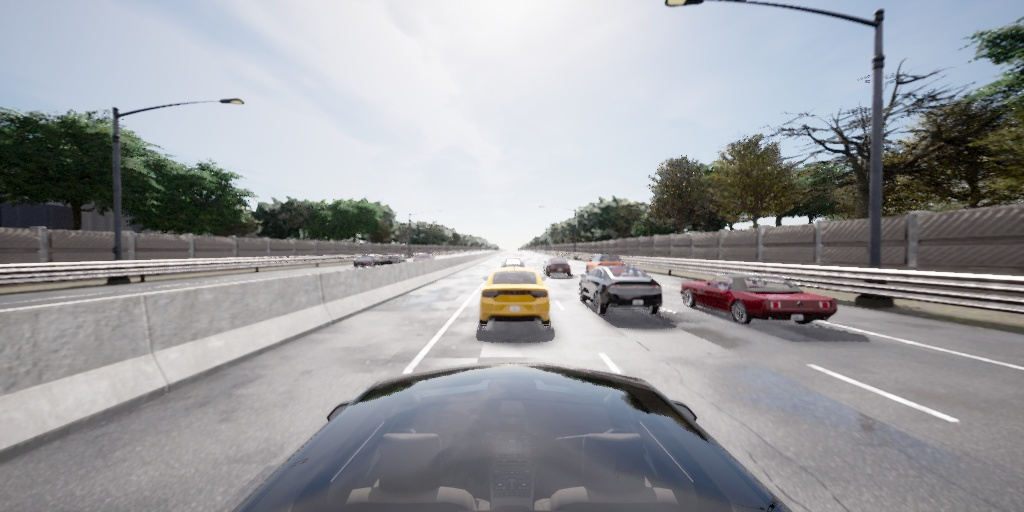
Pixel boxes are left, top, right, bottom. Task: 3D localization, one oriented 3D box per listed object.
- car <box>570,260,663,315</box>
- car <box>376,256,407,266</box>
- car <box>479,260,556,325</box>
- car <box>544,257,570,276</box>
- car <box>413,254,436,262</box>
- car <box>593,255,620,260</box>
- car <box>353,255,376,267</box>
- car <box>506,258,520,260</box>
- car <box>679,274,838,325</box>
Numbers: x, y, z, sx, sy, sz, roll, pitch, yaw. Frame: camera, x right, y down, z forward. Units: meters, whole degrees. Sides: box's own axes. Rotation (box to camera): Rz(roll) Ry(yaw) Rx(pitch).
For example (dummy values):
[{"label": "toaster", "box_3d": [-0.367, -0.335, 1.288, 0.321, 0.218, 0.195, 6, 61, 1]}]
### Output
[{"label": "car", "box_3d": [3.585, 1.064, 12.599, 2.128, 1.511, 4.902, 0, 1, 0]}, {"label": "car", "box_3d": [-14.086, 0.658, 42.661, 1.895, 1.301, 4.718, 0, 1, 0]}, {"label": "car", "box_3d": [0.078, 1.074, 11.147, 1.882, 1.535, 5.008, 0, 1, 0]}, {"label": "car", "box_3d": [3.589, 0.825, 28.893, 1.812, 1.442, 4.674, 0, 1, 0]}, {"label": "car", "box_3d": [-10.584, 0.520, 43.522, 1.882, 1.535, 5.008, 0, 1, 0]}, {"label": "car", "box_3d": [7.086, 0.674, 27.570, 2.097, 1.767, 4.553, 0, 1, 0]}, {"label": "car", "box_3d": [-17.579, 0.605, 43.604, 1.994, 1.385, 4.181, 0, 1, 0]}, {"label": "car", "box_3d": [0.088, 0.871, 28.461, 1.994, 1.385, 4.181, 0, 1, 0]}, {"label": "car", "box_3d": [7.081, 1.198, 11.095, 1.895, 1.301, 4.718, 0, 1, 0]}]
